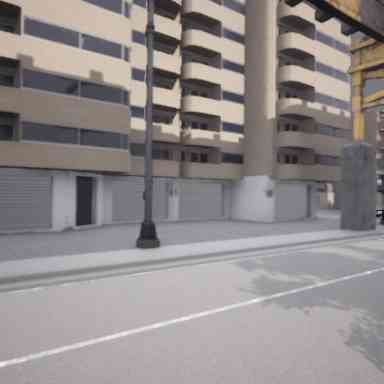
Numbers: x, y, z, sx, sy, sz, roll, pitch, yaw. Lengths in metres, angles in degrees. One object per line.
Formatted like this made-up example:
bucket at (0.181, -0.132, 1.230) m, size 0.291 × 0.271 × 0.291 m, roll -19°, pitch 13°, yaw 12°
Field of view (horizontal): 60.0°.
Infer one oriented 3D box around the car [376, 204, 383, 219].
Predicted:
car at (17.894, 1.877, 33.261) m, size 2.038 × 1.542 × 4.974 m, roll 1°, pitch 0°, yaw -10°

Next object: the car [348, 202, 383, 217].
car at (17.886, 1.720, 33.313) m, size 1.853 × 1.218 × 4.536 m, roll 1°, pitch 0°, yaw -10°

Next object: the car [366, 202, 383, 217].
car at (21.473, 1.929, 35.405) m, size 4.974 × 1.542 × 2.038 m, roll 0°, pitch -1°, yaw 35°
